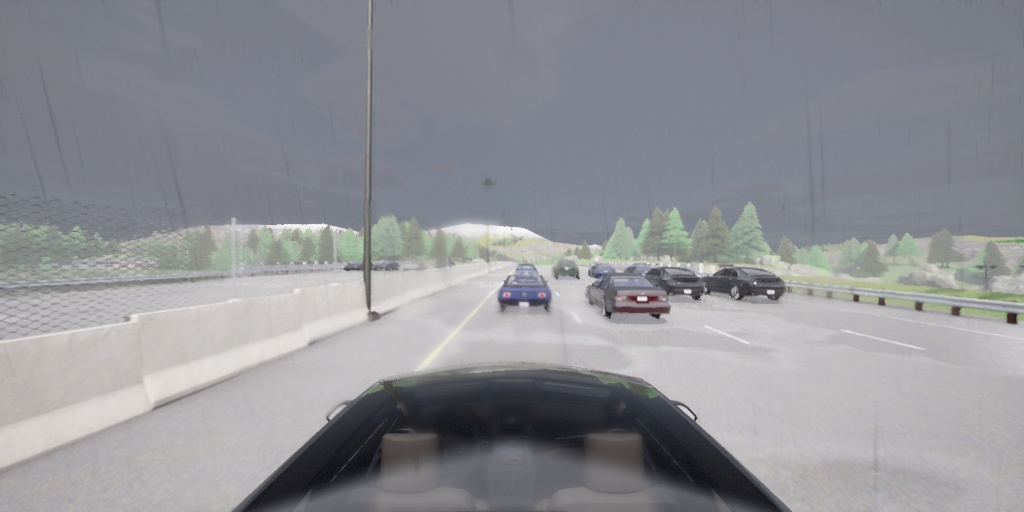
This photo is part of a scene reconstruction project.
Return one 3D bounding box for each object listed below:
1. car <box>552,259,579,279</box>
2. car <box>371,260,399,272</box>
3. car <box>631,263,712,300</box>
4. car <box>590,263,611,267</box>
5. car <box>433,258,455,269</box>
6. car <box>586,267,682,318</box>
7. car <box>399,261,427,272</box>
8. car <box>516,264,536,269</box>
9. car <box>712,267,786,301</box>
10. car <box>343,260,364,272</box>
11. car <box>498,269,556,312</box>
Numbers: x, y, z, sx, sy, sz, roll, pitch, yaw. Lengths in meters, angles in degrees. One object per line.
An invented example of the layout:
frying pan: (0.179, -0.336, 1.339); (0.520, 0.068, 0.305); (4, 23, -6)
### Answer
car: (4.853, 1.132, 32.886); (2.097, 1.767, 4.553); (0, 0, 3)
car: (-15.807, 1.264, 45.409); (2.033, 1.411, 5.357); (0, 0, 3)
car: (7.715, 1.288, 17.924); (1.837, 1.490, 4.892); (0, 0, 3)
car: (8.389, 1.356, 33.618); (1.994, 1.385, 4.181); (0, 0, 3)
car: (-8.752, 1.093, 46.397); (2.097, 1.767, 4.553); (0, 0, 3)
car: (3.987, 1.317, 13.136); (2.033, 1.411, 5.357); (0, 0, 3)
car: (-12.296, 1.330, 45.543); (1.895, 1.301, 4.718); (0, 0, 3)
car: (1.128, 1.313, 28.249); (2.033, 1.411, 5.357); (0, 0, 3)
car: (11.213, 1.300, 17.789); (1.837, 1.490, 4.892); (0, 0, 3)
car: (-19.303, 1.253, 45.550); (2.033, 1.411, 5.357); (0, 0, 3)
car: (0.544, 1.359, 14.390); (1.895, 1.301, 4.718); (0, 0, 3)
